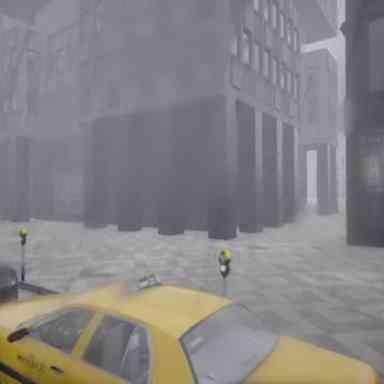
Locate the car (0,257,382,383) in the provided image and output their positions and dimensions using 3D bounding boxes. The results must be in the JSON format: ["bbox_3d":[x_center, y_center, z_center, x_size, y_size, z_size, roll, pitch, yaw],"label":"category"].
[{"bbox_3d":[-0.718,1.549,3.471,4.829,1.417,1.752,-1,0,35],"label":"car"}]
